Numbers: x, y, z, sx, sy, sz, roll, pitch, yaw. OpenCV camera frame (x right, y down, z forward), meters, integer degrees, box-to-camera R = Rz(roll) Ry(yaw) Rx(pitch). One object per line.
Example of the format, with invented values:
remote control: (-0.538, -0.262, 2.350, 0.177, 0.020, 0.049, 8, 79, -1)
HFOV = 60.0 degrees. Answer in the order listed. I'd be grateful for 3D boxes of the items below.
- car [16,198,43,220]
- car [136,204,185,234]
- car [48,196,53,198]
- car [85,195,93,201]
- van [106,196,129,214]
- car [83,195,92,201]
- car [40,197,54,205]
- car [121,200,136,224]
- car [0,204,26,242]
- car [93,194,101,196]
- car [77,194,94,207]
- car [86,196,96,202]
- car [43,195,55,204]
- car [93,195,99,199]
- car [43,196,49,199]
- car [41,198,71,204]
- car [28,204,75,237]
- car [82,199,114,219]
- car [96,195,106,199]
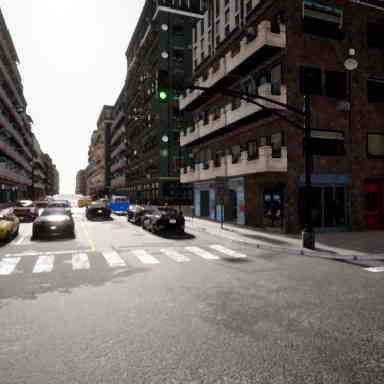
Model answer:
car: (-13.543, 1.456, 26.925, 1.967, 1.590, 4.097, 1, 0, -21)
car: (-1.725, 1.578, 19.316, 1.947, 1.339, 4.313, 1, 0, -21)
car: (-14.205, 1.500, 36.076, 1.882, 1.535, 5.008, 0, 0, -20)
car: (-25.649, 1.587, 82.843, 1.752, 1.417, 4.829, 1, 0, -21)
van: (-7.688, 1.364, 35.159, 1.690, 1.788, 3.998, 1, 0, -21)
car: (-27.578, 1.617, 87.963, 2.008, 1.369, 4.403, 1, 0, -21)
car: (-25.477, 1.591, 58.607, 2.008, 1.369, 4.403, 1, 0, -21)
car: (-3.714, 1.567, 24.597, 2.008, 1.369, 4.403, 1, 0, -21)
car: (-9.507, 1.534, 16.204, 1.752, 1.417, 4.829, 1, 0, -21)
car: (-17.631, 1.358, 61.562, 2.192, 1.841, 5.009, 1, 0, -21)
car: (-17.255, 1.513, 53.170, 1.882, 1.535, 5.008, 0, 0, -21)
car: (-23.601, 1.608, 77.402, 2.008, 1.369, 4.403, 1, 0, -21)
car: (-27.464, 1.484, 63.889, 1.967, 1.590, 4.097, 1, 0, -21)
car: (-13.658, 1.616, 50.999, 1.802, 1.307, 4.206, 1, 0, -21)
car: (-21.499, 1.576, 48.046, 1.887, 1.381, 4.507, 1, 0, -21)
car: (-10.573, 1.494, 26.356, 1.882, 1.535, 5.008, 0, 0, -21)
car: (-7.504, 1.574, 18.198, 1.994, 1.385, 4.181, 0, 0, -21)
car: (-8.458, 1.582, 29.809, 1.994, 1.385, 4.181, 0, 0, -21)
car: (-11.728, 1.556, 45.878, 1.752, 1.417, 4.829, 1, 0, -21)
